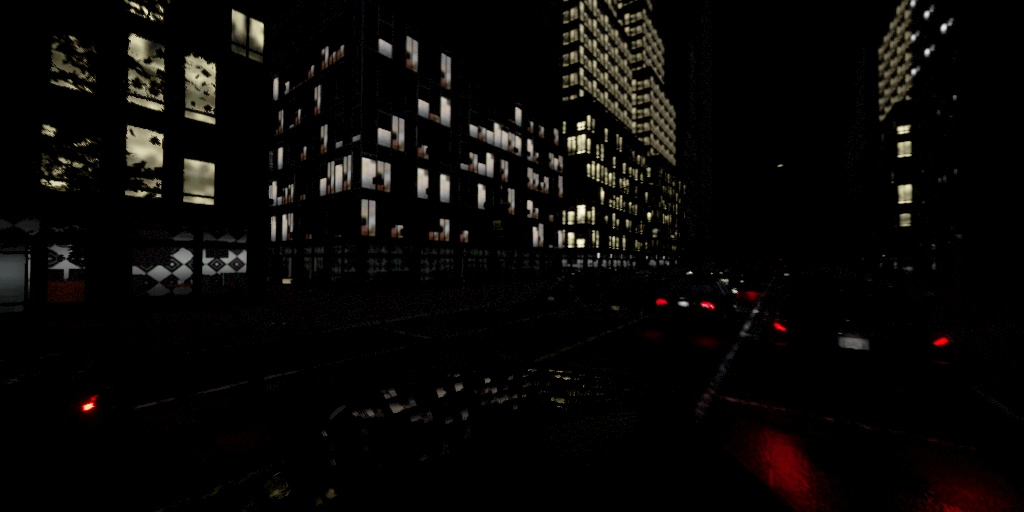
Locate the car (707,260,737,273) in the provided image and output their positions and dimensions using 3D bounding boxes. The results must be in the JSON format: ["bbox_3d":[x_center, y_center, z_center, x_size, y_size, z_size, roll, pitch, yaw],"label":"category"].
[{"bbox_3d":[24.637,1.534,41.604,2.150,2.045,5.566,0,-1,37],"label":"car"}]

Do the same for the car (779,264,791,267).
[{"bbox_3d":[26.839,1.806,35.053,1.948,1.339,4.313,0,0,37],"label":"car"}]

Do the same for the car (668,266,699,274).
[{"bbox_3d":[16.727,1.765,35.565,2.007,1.370,4.403,0,0,37],"label":"car"}]

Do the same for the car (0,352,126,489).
[{"bbox_3d":[-5.670,1.276,1.572,2.033,1.411,5.357,0,-1,37],"label":"car"}]

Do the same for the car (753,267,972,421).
[{"bbox_3d":[5.725,1.180,6.366,2.097,1.767,4.553,0,-1,37],"label":"car"}]

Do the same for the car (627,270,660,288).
[{"bbox_3d":[9.872,1.667,26.476,1.802,1.307,4.207,0,0,37],"label":"car"}]

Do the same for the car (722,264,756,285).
[{"bbox_3d":[17.614,1.608,27.129,2.128,1.511,4.902,0,-1,37],"label":"car"}]

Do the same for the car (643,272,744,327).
[{"bbox_3d":[6.440,1.450,12.317,2.033,1.411,5.357,0,-1,37],"label":"car"}]

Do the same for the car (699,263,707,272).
[{"bbox_3d":[23.583,1.889,44.654,1.888,1.381,4.507,0,0,37],"label":"car"}]

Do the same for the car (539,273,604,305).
[{"bbox_3d":[3.018,1.519,17.389,1.948,1.339,4.313,0,0,37],"label":"car"}]
